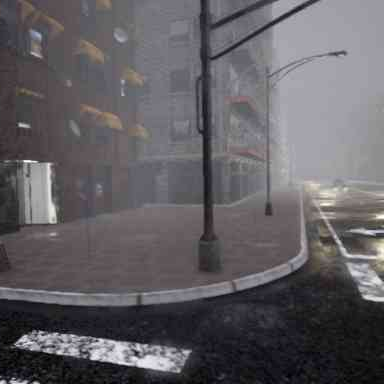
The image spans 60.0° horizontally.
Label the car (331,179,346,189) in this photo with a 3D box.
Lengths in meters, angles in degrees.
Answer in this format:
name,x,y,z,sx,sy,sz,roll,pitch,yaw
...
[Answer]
name,x,y,z,sx,sy,sz,roll,pitch,yaw
car,23.670,-1.378,53.778,1.812,1.442,4.674,0,3,18
